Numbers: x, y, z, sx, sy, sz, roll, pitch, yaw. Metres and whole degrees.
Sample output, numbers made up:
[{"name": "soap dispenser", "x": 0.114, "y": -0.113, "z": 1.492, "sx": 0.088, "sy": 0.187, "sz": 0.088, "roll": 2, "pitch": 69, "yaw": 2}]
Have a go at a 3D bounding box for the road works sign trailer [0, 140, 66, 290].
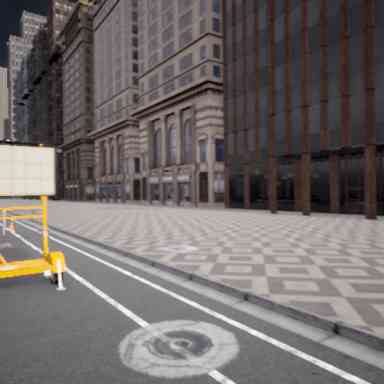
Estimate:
[{"name": "road works sign trailer", "x": -4.708, "y": 0.524, "z": 8.363, "sx": 2.380, "sy": 3.560, "sz": 2.880, "roll": -1, "pitch": 0, "yaw": -35}]
